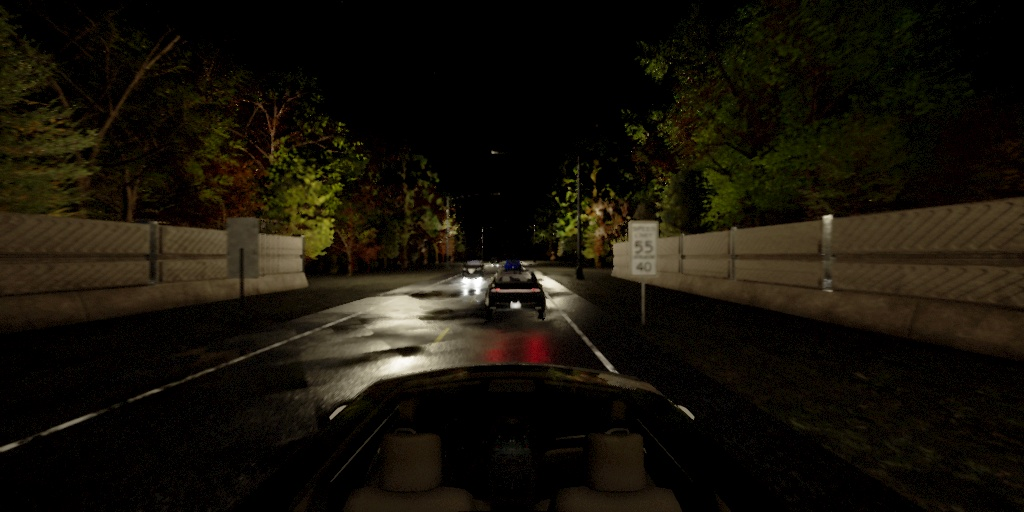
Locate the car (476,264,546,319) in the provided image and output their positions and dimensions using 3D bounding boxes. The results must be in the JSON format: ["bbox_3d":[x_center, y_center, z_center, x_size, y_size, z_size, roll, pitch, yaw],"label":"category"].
[{"bbox_3d":[0.104,1.214,12.734,2.128,1.511,4.902,0,0,0],"label":"car"}]

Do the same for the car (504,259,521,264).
[{"bbox_3d":[0.108,1.099,43.569,1.882,1.535,5.008,0,0,0],"label":"car"}]

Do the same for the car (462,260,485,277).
[{"bbox_3d":[-3.586,1.150,34.164,2.128,1.511,4.902,0,0,0],"label":"car"}]
